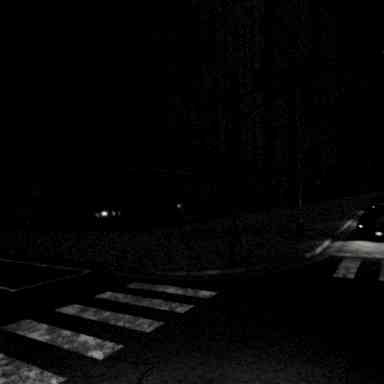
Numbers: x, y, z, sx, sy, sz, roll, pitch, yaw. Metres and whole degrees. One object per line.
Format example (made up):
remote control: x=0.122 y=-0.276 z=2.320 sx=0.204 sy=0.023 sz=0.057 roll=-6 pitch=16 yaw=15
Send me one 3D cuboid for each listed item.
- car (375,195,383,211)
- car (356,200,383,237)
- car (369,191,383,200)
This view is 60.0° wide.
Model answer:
car: x=19.429 y=1.045 z=33.140 sx=1.812 sy=1.442 sz=4.674 roll=-2 pitch=0 yaw=31
car: x=9.297 y=1.325 z=16.192 sx=2.033 sy=1.411 sz=5.357 roll=-2 pitch=0 yaw=34
car: x=14.199 y=1.004 z=24.474 sx=2.097 sy=1.767 sz=4.553 roll=-2 pitch=0 yaw=31
